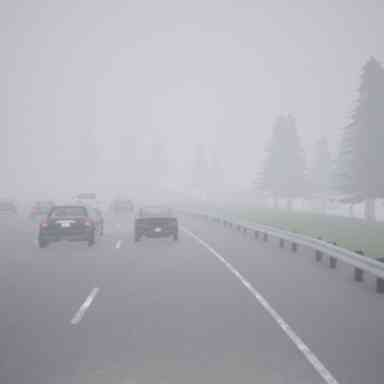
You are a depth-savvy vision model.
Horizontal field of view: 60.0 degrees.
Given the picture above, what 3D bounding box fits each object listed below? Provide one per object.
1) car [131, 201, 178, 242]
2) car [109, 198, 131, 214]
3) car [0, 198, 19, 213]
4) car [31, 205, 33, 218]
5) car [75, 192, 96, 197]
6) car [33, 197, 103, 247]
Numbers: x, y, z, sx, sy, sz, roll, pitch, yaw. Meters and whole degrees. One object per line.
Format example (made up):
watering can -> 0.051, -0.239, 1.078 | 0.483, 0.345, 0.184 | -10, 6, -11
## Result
car -> -1.855, 1.379, 16.051 | 1.882, 1.535, 5.008 | 0, 0, -11
car -> -7.014, 1.298, 33.024 | 2.128, 1.511, 4.902 | 0, 0, -22
car -> -18.875, 1.358, 33.860 | 1.812, 1.442, 4.674 | 0, 0, -26
car -> -12.458, 1.400, 28.085 | 2.033, 1.411, 5.357 | 0, 0, -21
car -> -10.368, 1.042, 32.159 | 2.150, 2.045, 5.566 | 0, 0, -23
car -> -5.188, 1.270, 14.809 | 2.097, 1.767, 4.553 | 0, 0, -10
